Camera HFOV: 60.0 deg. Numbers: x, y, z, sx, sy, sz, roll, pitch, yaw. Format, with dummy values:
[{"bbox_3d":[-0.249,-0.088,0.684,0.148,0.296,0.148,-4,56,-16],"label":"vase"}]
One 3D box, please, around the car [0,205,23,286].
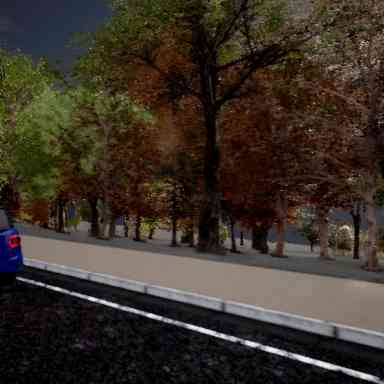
[{"bbox_3d":[-6.439,1.272,8.278,5.566,2.045,2.150,0,0,36],"label":"car"}]
